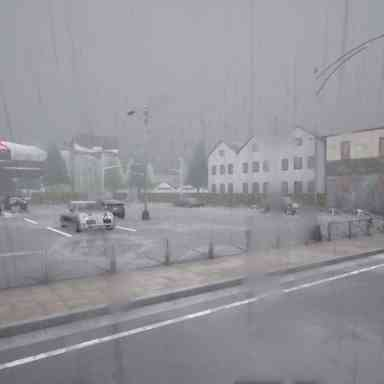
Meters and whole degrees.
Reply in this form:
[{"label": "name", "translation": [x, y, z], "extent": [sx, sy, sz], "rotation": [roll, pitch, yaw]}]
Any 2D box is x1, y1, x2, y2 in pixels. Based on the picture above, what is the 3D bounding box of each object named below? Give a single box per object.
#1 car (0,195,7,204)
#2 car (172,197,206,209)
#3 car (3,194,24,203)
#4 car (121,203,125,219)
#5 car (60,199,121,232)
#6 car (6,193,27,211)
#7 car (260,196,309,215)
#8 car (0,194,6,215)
[{"label": "car", "translation": [-39.486, 1.495, 65.901], "extent": [4.611, 1.667, 2.242], "rotation": [0, 0, -36]}, {"label": "car", "translation": [-0.491, 1.371, 43.217], "extent": [2.033, 1.411, 5.357], "rotation": [0, 0, -35]}, {"label": "car", "translation": [-39.260, 1.328, 73.030], "extent": [3.866, 1.878, 1.905], "rotation": [0, 0, -36]}, {"label": "car", "translation": [-6.733, 1.313, 25.548], "extent": [2.007, 1.523, 4.514], "rotation": [0, 0, -36]}, {"label": "car", "translation": [-5.603, 1.248, 17.685], "extent": [1.970, 1.475, 3.806], "rotation": [0, 0, -36]}, {"label": "car", "translation": [-20.120, 1.092, 37.950], "extent": [1.905, 1.878, 3.866], "rotation": [0, 0, -36]}, {"label": "car", "translation": [8.475, 1.176, 30.615], "extent": [2.097, 1.767, 4.553], "rotation": [0, 0, -35]}, {"label": "car", "translation": [-18.207, 1.113, 29.640], "extent": [1.932, 1.855, 4.605], "rotation": [0, 0, -36]}]
